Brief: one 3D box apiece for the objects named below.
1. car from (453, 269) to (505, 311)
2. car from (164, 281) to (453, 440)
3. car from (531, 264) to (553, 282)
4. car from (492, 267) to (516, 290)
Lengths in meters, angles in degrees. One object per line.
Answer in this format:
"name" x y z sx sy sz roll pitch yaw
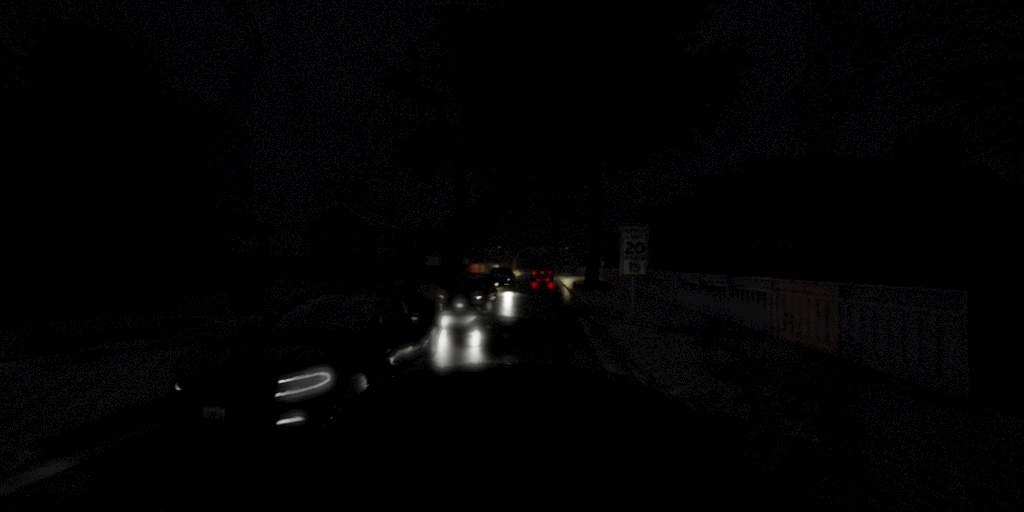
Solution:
"car" -1.708 1.457 15.737 2.033 1.411 5.357 1 -1 4
"car" -2.595 1.249 5.881 1.882 1.535 5.008 1 -1 5
"car" 3.128 1.661 36.881 2.097 1.767 4.553 1 -1 6
"car" -0.792 1.568 25.720 1.837 1.490 4.892 1 -1 5
